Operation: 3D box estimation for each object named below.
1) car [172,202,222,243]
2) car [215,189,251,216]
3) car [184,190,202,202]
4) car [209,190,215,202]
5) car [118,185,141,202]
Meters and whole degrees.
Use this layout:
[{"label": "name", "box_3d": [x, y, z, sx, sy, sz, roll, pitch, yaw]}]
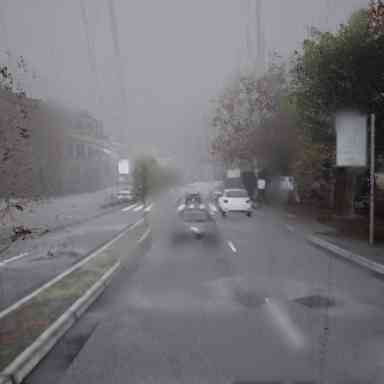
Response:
[{"label": "car", "box_3d": [0.115, 1.416, 15.421, 1.994, 1.385, 4.181, 0, 2, 0]}, {"label": "car", "box_3d": [3.264, 0.734, 26.196, 2.150, 2.045, 5.566, 0, 2, 1]}, {"label": "car", "box_3d": [0.132, 0.550, 40.674, 1.837, 1.490, 4.892, 0, 2, 0]}, {"label": "car", "box_3d": [3.286, 0.477, 43.563, 1.812, 1.442, 4.674, 0, 2, 0]}, {"label": "car", "box_3d": [-8.114, 0.199, 43.094, 2.435, 2.045, 5.566, 0, 2, 0]}]
